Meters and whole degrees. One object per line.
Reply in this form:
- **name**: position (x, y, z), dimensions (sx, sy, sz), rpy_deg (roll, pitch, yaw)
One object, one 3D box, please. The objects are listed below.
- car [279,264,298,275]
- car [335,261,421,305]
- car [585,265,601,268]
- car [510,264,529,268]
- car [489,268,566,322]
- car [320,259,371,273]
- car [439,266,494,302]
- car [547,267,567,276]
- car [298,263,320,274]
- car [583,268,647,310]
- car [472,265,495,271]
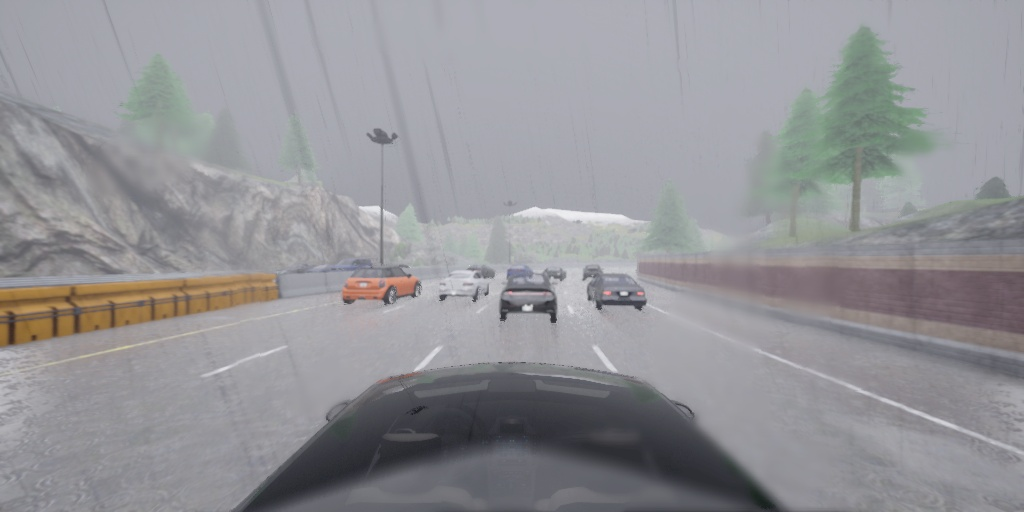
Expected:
- **car**: position (-23.467, 1.575, 39.983), dimensions (2.128, 1.511, 4.902), rpy_deg (0, -1, 14)
- **car**: position (-5.987, 1.243, 17.070), dimensions (2.097, 1.767, 4.553), rpy_deg (0, -1, 6)
- **car**: position (8.084, 1.610, 35.655), dimensions (1.837, 1.490, 4.892), rpy_deg (0, -1, 15)
- **car**: position (0.863, 1.568, 35.660), dimensions (1.882, 1.535, 5.008), rpy_deg (0, -1, 14)
- **car**: position (0.631, 1.355, 12.964), dimensions (2.128, 1.511, 4.902), rpy_deg (0, -1, 4)
- **car**: position (-16.871, 1.295, 37.637), dimensions (2.150, 2.045, 5.566), rpy_deg (0, -1, 13)
- **car**: position (-2.351, 1.436, 18.274), dimensions (1.812, 1.442, 4.674), rpy_deg (0, -1, 6)
- **car**: position (4.159, 1.687, 34.532), dimensions (1.895, 1.301, 4.718), rpy_deg (0, -1, 14)
- **car**: position (-20.198, 1.604, 38.679), dimensions (1.812, 1.442, 4.674), rpy_deg (0, -1, 14)
- **car**: position (4.349, 1.445, 15.576), dimensions (2.033, 1.411, 5.357), rpy_deg (0, -1, 6)
- **car**: position (-2.977, 1.564, 34.633), dimensions (2.128, 1.511, 4.902), rpy_deg (0, -1, 13)
